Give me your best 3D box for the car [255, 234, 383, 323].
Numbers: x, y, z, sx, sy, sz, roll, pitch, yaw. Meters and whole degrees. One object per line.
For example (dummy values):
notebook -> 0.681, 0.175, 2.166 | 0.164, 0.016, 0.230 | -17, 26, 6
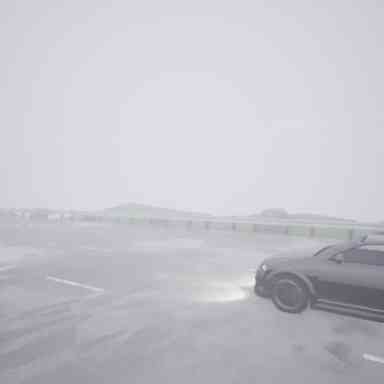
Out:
car -> 3.288, 1.482, 6.022 | 4.181, 1.385, 1.994 | 0, 0, 35
